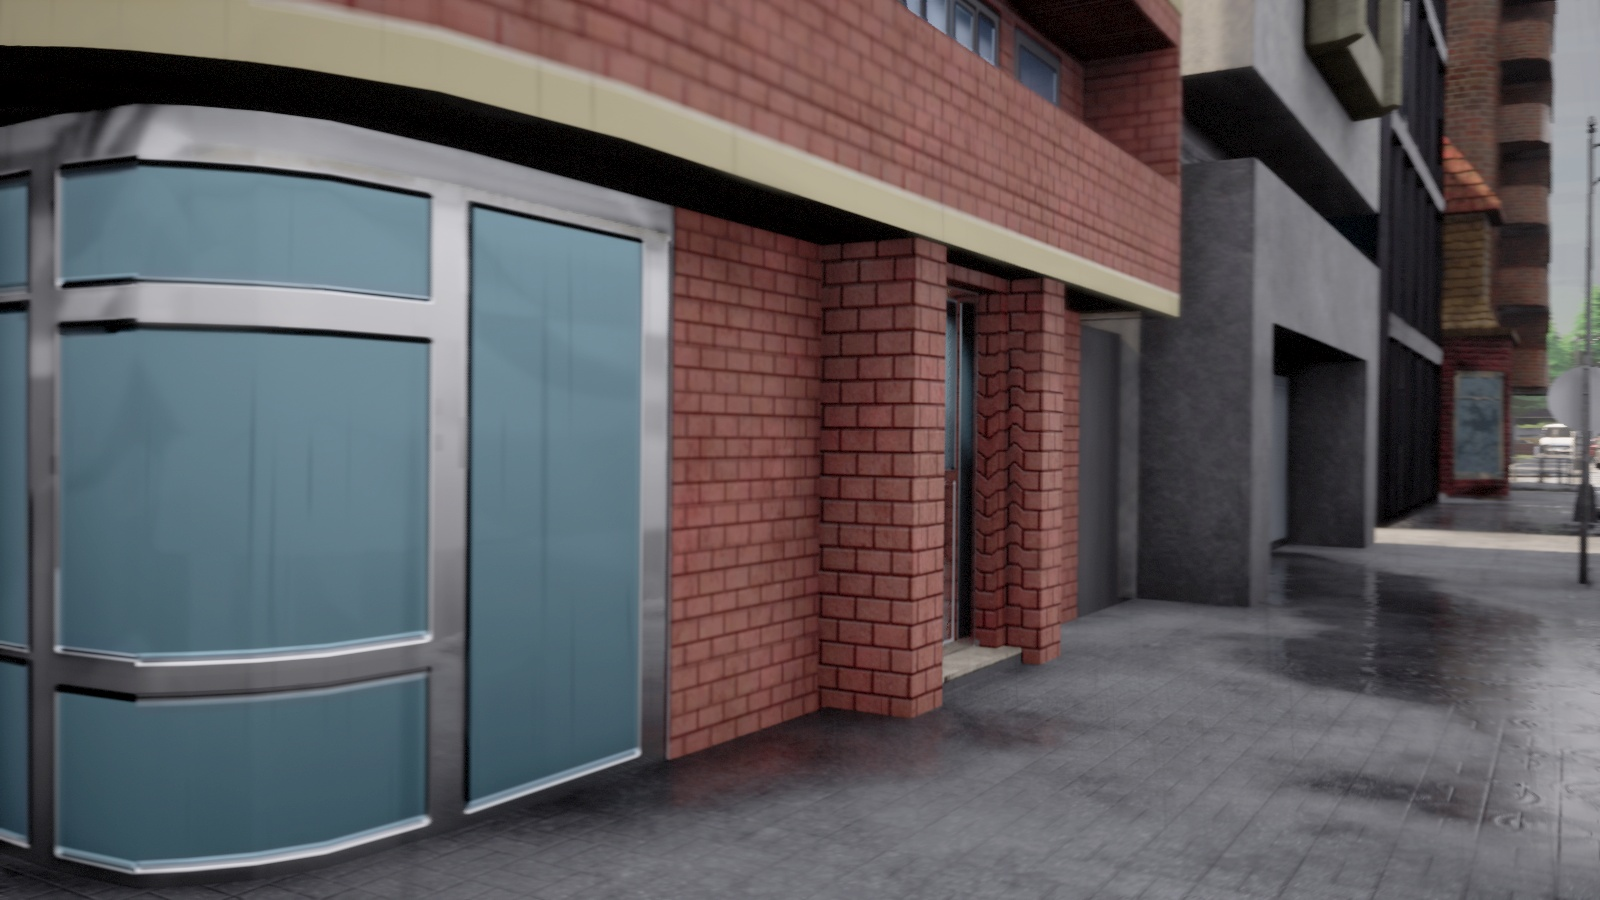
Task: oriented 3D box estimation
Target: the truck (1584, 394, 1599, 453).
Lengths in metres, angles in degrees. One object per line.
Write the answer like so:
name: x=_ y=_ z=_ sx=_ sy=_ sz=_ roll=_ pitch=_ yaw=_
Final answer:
truck: x=49.719 y=-1.632 z=76.698 sx=2.891 sy=3.462 sz=7.936 roll=0 pitch=1 yaw=30
